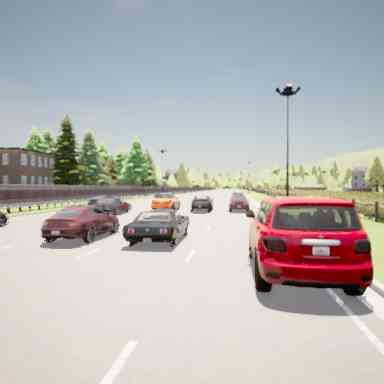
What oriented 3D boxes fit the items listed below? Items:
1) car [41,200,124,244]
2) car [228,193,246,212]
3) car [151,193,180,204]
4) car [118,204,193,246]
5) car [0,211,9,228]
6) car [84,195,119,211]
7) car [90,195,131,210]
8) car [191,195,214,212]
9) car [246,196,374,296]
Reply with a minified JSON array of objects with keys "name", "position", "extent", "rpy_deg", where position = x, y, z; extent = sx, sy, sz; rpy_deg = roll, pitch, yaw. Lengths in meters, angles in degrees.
[{"name":"car","position":[-4.760,1.319,14.653],"extent":[1.812,1.442,4.674],"rpy_deg":[0,1,7]},{"name":"car","position":[4.447,1.095,31.409],"extent":[1.812,1.442,4.674],"rpy_deg":[0,1,8]},{"name":"car","position":[-2.469,0.907,32.131],"extent":[2.097,1.767,4.553],"rpy_deg":[0,1,7]},{"name":"car","position":[-1.300,1.404,14.115],"extent":[1.895,1.301,4.718],"rpy_deg":[0,1,7]},{"name":"car","position":[-11.516,1.284,16.960],"extent":[1.812,1.442,4.674],"rpy_deg":[0,1,7]},{"name":"car","position":[-9.227,1.045,34.453],"extent":[1.812,1.442,4.674],"rpy_deg":[0,1,7]},{"name":"car","position":[-6.613,1.164,27.453],"extent":[2.033,1.411,5.357],"rpy_deg":[0,1,7]},{"name":"car","position":[1.034,1.051,31.925],"extent":[2.128,1.511,4.902],"rpy_deg":[0,1,7]},{"name":"car","position":[2.640,1.106,8.573],"extent":[2.150,2.045,5.566],"rpy_deg":[0,1,7]}]
